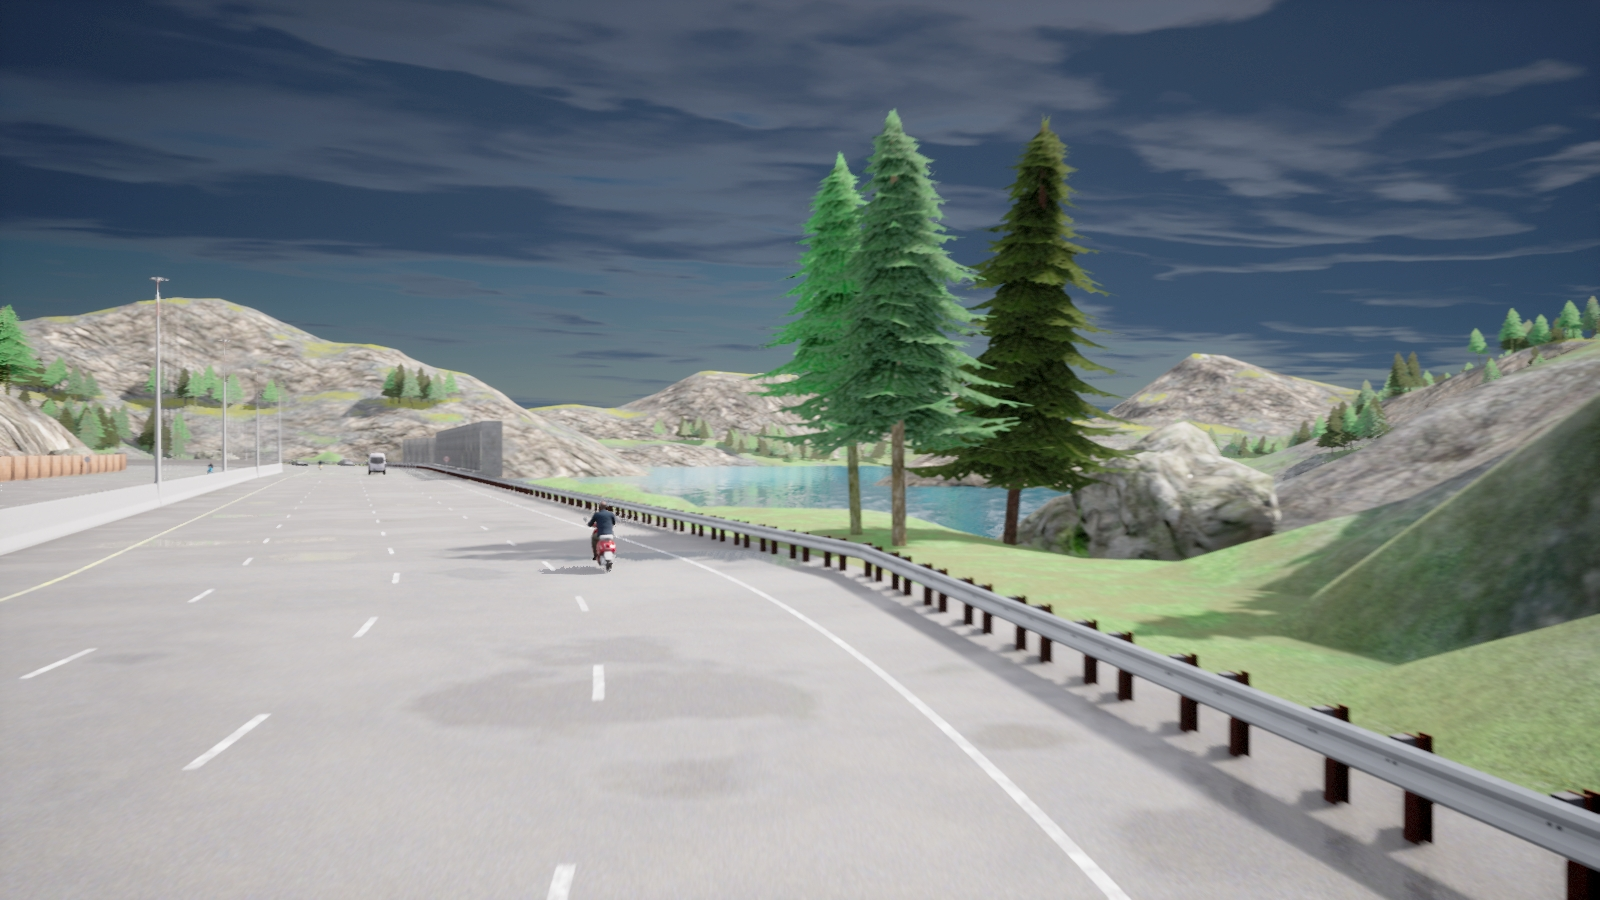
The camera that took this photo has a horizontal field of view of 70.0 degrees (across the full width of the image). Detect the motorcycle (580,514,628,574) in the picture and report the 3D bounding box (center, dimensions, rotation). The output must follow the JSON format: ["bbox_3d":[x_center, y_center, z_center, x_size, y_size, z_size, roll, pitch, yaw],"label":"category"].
[{"bbox_3d":[-4.661,2.203,27.122,0.856,1.236,1.805,-2,0,-17],"label":"motorcycle"}]
